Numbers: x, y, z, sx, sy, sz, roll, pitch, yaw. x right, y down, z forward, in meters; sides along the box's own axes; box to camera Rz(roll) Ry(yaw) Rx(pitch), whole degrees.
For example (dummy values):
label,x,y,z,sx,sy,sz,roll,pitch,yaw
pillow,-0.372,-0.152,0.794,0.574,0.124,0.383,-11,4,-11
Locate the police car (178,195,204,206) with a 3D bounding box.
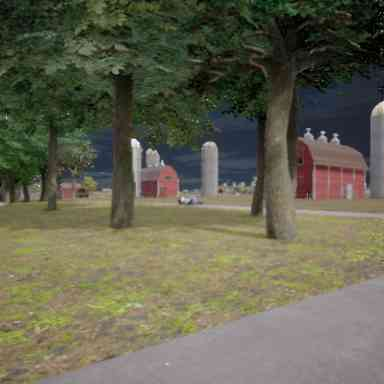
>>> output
label,x,y,z,sx,sy,sz,roll,pitch,yaw
police car,-0.113,1.273,50.877,2.038,1.542,4.974,1,-1,-36
